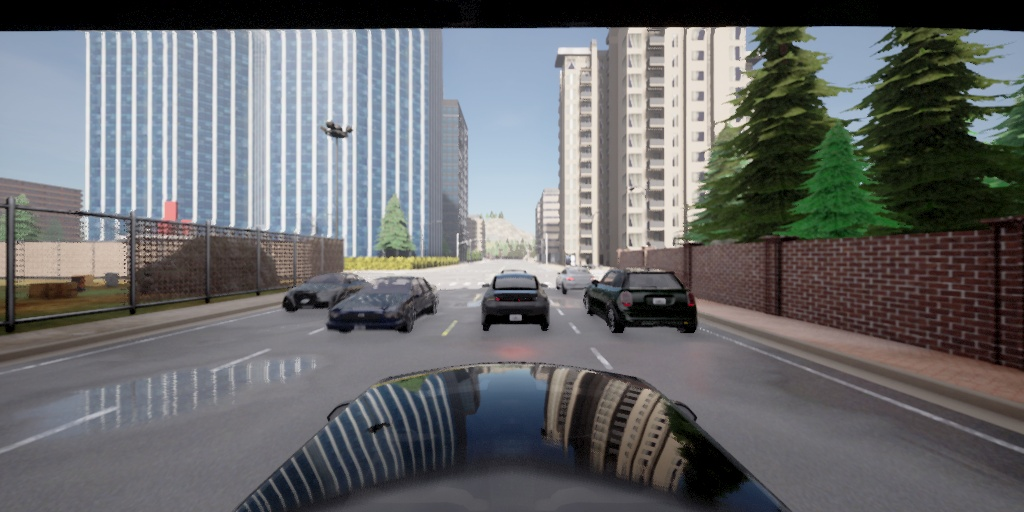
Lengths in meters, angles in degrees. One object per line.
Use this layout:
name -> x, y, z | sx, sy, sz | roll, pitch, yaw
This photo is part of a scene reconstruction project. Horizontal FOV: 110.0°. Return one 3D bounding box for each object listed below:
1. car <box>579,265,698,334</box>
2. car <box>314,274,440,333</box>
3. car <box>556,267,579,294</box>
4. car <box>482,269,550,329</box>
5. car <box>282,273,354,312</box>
car -> 3.603, 1.133, 10.877 | 2.097, 1.767, 4.553 | 0, 0, 0
car -> -3.574, 1.329, 11.111 | 2.033, 1.411, 5.357 | 0, 0, 0
car -> 3.629, 1.340, 20.559 | 1.812, 1.442, 4.674 | 0, 0, 1
car -> 0.099, 1.288, 11.303 | 1.837, 1.490, 4.892 | 0, 0, 0
car -> -7.059, 1.356, 14.235 | 1.994, 1.385, 4.181 | 0, 0, 0
